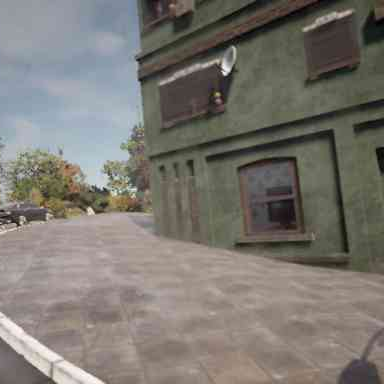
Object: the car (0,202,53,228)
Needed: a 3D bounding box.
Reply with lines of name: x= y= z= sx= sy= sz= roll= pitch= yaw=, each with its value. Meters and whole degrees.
car: x=-10.873 y=1.425 z=21.331 sx=1.837 sy=1.490 sz=4.892 roll=-8 pitch=-1 yaw=7
